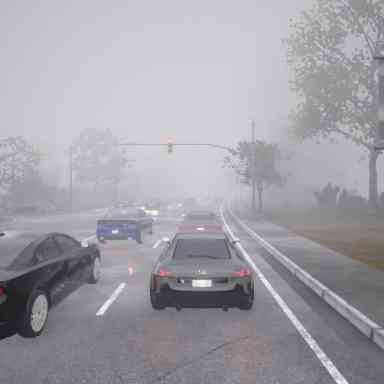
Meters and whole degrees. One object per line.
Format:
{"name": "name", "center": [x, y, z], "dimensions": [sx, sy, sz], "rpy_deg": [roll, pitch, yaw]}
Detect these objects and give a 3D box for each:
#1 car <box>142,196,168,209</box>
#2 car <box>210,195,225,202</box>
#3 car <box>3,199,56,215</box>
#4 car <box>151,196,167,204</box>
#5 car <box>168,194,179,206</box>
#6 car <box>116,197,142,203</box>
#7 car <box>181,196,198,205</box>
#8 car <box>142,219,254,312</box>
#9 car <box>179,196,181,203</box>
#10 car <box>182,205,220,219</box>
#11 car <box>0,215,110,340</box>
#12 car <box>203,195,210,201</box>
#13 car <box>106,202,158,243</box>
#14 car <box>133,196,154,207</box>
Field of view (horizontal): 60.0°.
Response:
{"name": "car", "center": [-4.960, 1.491, 44.558], "dimensions": [2.128, 1.511, 4.902], "rpy_deg": [0, 0, 5]}
{"name": "car", "center": [5.813, 1.472, 74.296], "dimensions": [1.882, 1.535, 5.008], "rpy_deg": [0, 0, 9]}
{"name": "car", "center": [-16.131, 1.492, 33.082], "dimensions": [4.902, 1.511, 2.128], "rpy_deg": [0, 0, 3]}
{"name": "car", "center": [-6.298, 1.563, 63.911], "dimensions": [1.994, 1.385, 4.181], "rpy_deg": [0, 0, 8]}
{"name": "car", "center": [-3.918, 1.505, 54.748], "dimensions": [1.837, 1.490, 4.892], "rpy_deg": [0, 0, 7]}
{"name": "car", "center": [-8.572, 1.491, 43.477], "dimensions": [2.128, 1.511, 4.902], "rpy_deg": [0, 0, 5]}
{"name": "car", "center": [-0.215, 1.505, 54.519], "dimensions": [1.837, 1.490, 4.892], "rpy_deg": [0, 0, 6]}
{"name": "car", "center": [0.216, 1.564, 7.818], "dimensions": [1.994, 1.385, 4.181], "rpy_deg": [0, 0, 1]}
{"name": "car", "center": [-2.627, 1.601, 64.969], "dimensions": [1.895, 1.301, 4.718], "rpy_deg": [0, 0, 8]}
{"name": "car", "center": [0.440, 1.564, 16.218], "dimensions": [1.994, 1.385, 4.181], "rpy_deg": [0, 0, 2]}
{"name": "car", "center": [-3.303, 1.478, 6.655], "dimensions": [1.882, 1.535, 5.008], "rpy_deg": [0, 0, 1]}
{"name": "car", "center": [3.974, 1.478, 84.654], "dimensions": [1.882, 1.535, 5.008], "rpy_deg": [0, 0, 10]}
{"name": "car", "center": [-3.068, 1.478, 16.054], "dimensions": [1.882, 1.535, 5.008], "rpy_deg": [0, 0, 2]}
{"name": "car", "center": [-7.667, 1.491, 52.660], "dimensions": [2.128, 1.511, 4.902], "rpy_deg": [0, 0, 6]}
